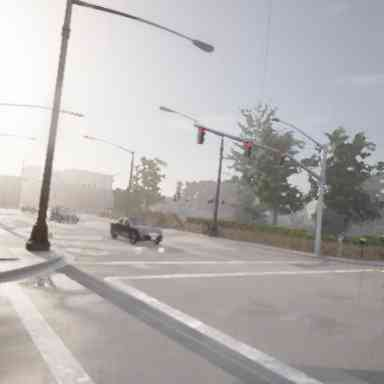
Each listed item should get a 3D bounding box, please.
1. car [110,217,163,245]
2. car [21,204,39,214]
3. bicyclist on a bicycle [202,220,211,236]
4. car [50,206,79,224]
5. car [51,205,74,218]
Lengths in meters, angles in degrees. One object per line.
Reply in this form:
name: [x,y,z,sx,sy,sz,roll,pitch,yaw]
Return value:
car: [-3.626,2.411,21.379,2.128,1.511,4.902,9,-5,-36]
car: [-24.015,2.472,49.462,1.994,1.385,4.181,9,-5,-36]
bicyclist on a bicycle: [1.496,3.510,32.744,1.656,1.620,0.582,-1,-19,-39]
car: [-13.225,2.415,34.551,1.812,1.442,4.674,9,-5,-36]
car: [-19.012,2.800,48.620,1.837,1.490,4.892,8,-5,-35]
